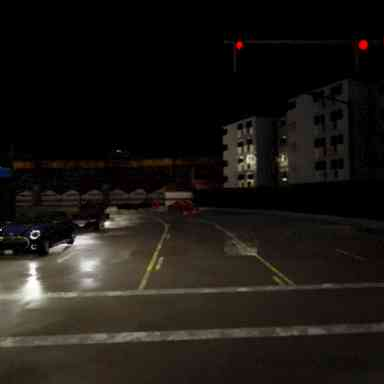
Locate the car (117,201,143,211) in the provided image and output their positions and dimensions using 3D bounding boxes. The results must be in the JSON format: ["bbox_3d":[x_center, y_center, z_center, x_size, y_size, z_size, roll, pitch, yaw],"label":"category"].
[{"bbox_3d":[-10.479,2.276,54.184,1.994,1.385,4.181,0,-1,-44],"label":"car"}]

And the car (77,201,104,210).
[{"bbox_3d":[-18.485,2.387,60.634,5.008,1.535,1.882,-1,-1,31],"label":"car"}]

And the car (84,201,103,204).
[{"bbox_3d":[-9.505,1.854,33.180,2.097,1.767,4.553,-1,-1,-22],"label":"car"}]

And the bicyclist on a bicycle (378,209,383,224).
[{"bbox_3d":[13.087,1.310,21.977,1.656,1.620,0.582,-1,-1,-2],"label":"bicyclist on a bicycle"}]

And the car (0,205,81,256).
[{"bbox_3d":[-6.713,1.632,14.403,2.097,1.767,4.553,-1,-1,-1],"label":"car"}]

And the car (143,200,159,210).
[{"bbox_3d":[-7.687,2.164,56.592,5.008,1.535,1.882,-1,-1,43],"label":"car"}]

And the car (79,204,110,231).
[{"bbox_3d":[-7.256,1.865,23.461,2.128,1.511,4.902,-1,-1,-7],"label":"car"}]

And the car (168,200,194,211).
[{"bbox_3d":[-1.721,1.992,49.114,1.882,1.535,5.008,-1,-1,-34],"label":"car"}]
